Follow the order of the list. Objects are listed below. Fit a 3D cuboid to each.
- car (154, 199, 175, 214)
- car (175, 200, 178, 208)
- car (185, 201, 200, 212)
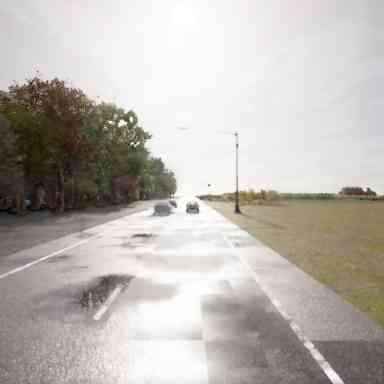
[{"bbox_3d":[-3.404,1.835,39.836,1.882,1.535,5.008,0,0,0],"label":"car"},{"bbox_3d":[-3.407,2.009,57.086,1.837,1.490,4.892,0,0,0],"label":"car"},{"bbox_3d":[0.095,1.956,45.844,2.033,1.411,5.357,0,-1,0],"label":"car"}]
